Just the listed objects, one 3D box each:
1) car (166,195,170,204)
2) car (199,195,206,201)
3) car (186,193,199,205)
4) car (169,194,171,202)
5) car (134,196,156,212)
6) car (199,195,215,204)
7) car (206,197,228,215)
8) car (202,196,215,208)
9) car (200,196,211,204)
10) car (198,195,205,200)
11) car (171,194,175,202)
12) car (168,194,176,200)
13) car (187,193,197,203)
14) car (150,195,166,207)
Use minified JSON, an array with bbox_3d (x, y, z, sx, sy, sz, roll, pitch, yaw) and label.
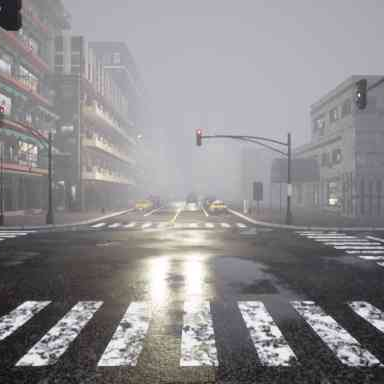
[{"bbox_3d":[-5.694,1.603,61.564,2.008,1.369,4.403,0,0,0],"label":"car"},{"bbox_3d":[2.684,1.632,89.432,1.752,1.417,4.829,0,0,0],"label":"car"},{"bbox_3d":[-0.005,1.403,60.646,2.097,1.767,4.553,0,0,0],"label":"car"},{"bbox_3d":[-5.694,1.587,66.933,1.752,1.417,4.829,0,0,0],"label":"car"},{"bbox_3d":[-5.692,1.549,39.237,1.752,1.417,4.829,0,0,0],"label":"car"},{"bbox_3d":[2.689,1.351,50.488,2.192,1.841,5.009,0,0,0],"label":"car"},{"bbox_3d":[2.690,1.544,34.040,1.752,1.417,4.829,0,0,0],"label":"car"},{"bbox_3d":[2.689,1.611,44.948,1.802,1.307,4.206,0,0,0],"label":"car"},{"bbox_3d":[2.687,1.612,67.105,2.008,1.369,4.403,0,0,0],"label":"car"},{"bbox_3d":[2.683,1.670,94.801,2.008,1.369,4.403,0,0,0],"label":"car"},{"bbox_3d":[-5.695,1.628,78.183,1.887,1.381,4.507,0,0,0],"label":"car"},{"bbox_3d":[-5.696,1.434,94.801,2.192,1.841,5.009,0,0,0],"label":"car"},{"bbox_3d":[-0.006,1.182,70.709,2.150,2.045,5.566,0,0,0],"label":"car"},{"bbox_3d":[-5.691,1.351,50.486,2.192,1.841,5.009,0,0,0],"label":"car"}]
